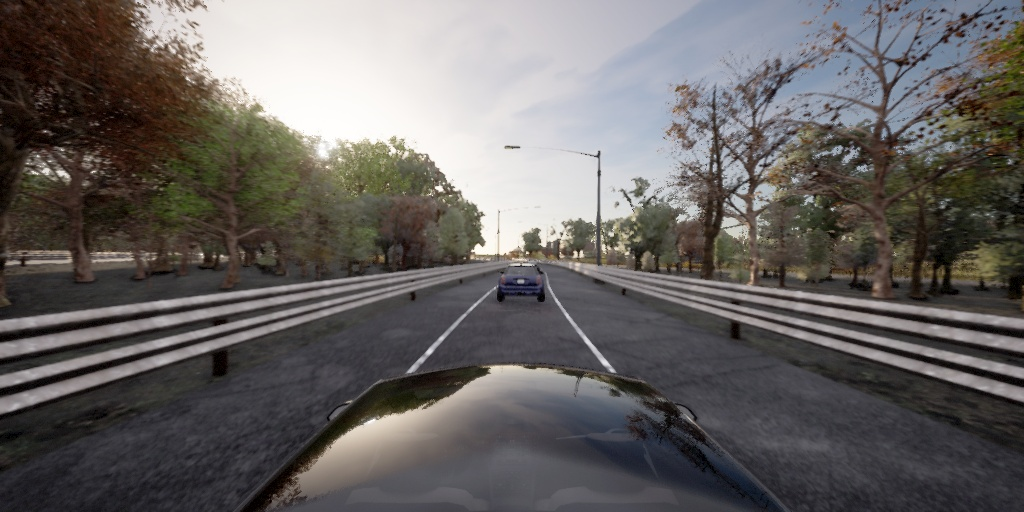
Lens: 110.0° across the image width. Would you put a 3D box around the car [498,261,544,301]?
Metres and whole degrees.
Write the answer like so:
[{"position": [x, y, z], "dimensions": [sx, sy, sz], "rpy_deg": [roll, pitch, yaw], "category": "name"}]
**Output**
[{"position": [0.500, 1.155, 17.956], "dimensions": [2.097, 1.767, 4.553], "rpy_deg": [0, 0, 3], "category": "car"}]
